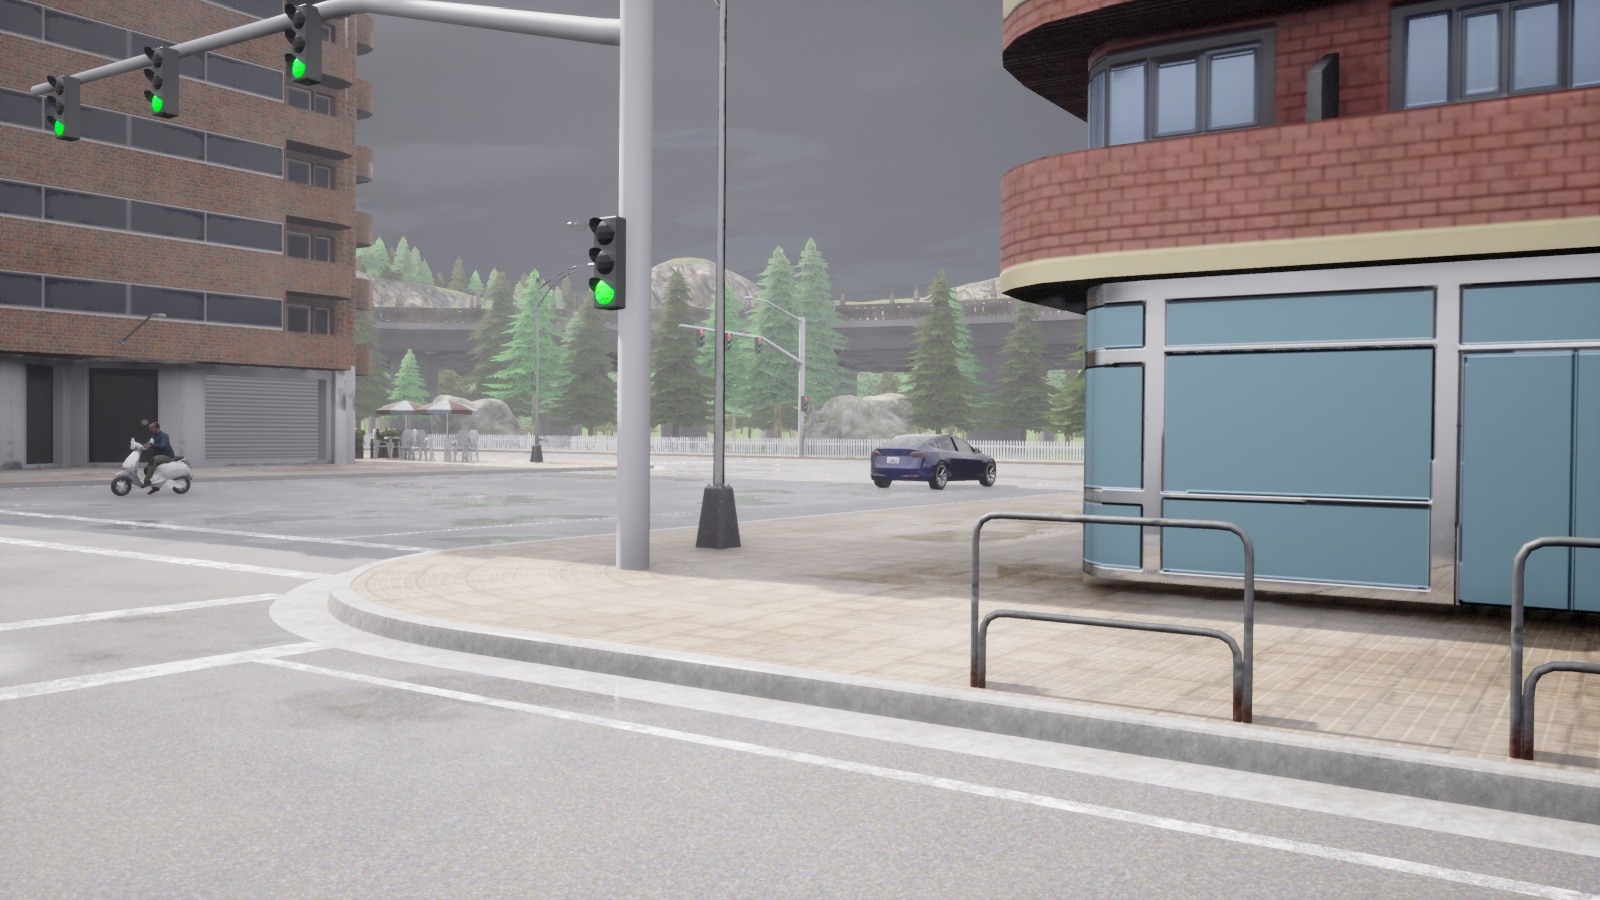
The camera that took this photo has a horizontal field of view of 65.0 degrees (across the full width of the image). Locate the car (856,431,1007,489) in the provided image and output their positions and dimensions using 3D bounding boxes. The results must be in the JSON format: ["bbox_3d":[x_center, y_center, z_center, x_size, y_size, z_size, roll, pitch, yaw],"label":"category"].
[{"bbox_3d":[3.731,0.222,34.811,2.163,1.488,4.792,0,1,34],"label":"car"}]

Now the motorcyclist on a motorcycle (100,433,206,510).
[{"bbox_3d":[-14.009,0.440,27.231,0.866,1.590,1.817,0,1,34],"label":"motorcyclist on a motorcycle"}]
